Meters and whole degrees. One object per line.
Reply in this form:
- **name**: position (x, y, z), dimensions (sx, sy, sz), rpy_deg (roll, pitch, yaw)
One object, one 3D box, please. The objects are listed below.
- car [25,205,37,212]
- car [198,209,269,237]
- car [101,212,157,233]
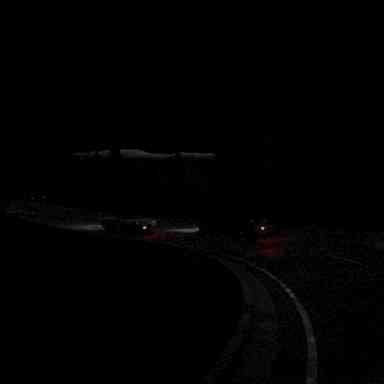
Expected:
- **car**: position (-29.892, 3.010, 61.806), dimensions (1.895, 1.301, 4.718), rpy_deg (0, -1, -27)
- **car**: position (2.433, 1.845, 20.673), dimensions (1.837, 1.490, 4.892), rpy_deg (1, -2, -41)
- **car**: position (-4.547, 2.062, 23.242), dimensions (1.895, 1.301, 4.718), rpy_deg (0, -1, -42)
